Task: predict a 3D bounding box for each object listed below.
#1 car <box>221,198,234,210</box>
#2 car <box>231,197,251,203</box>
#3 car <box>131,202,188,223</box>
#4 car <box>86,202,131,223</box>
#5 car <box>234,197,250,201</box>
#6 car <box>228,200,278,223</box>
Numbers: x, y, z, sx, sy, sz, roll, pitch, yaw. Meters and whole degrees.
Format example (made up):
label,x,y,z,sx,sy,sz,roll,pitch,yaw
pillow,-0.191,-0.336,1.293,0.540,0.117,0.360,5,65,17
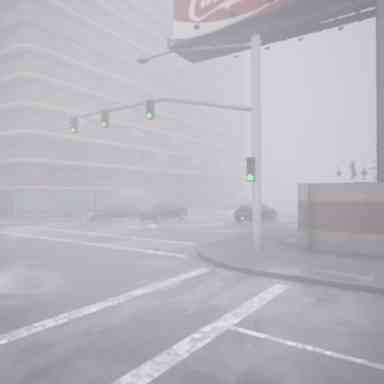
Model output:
label,x,y,z,sx,sy,sz,roll,pitch,yaw
car,5.657,1.647,44.837,1.837,1.490,4.892,0,0,35
car,11.107,1.730,75.542,4.181,1.385,1.994,0,0,22
car,-2.349,1.597,27.421,1.882,1.535,5.008,0,0,35
car,-6.469,1.634,27.649,2.128,1.511,4.902,0,0,35
car,7.350,1.683,41.168,1.994,1.385,4.181,0,0,35
car,4.971,1.606,25.480,1.837,1.490,4.892,0,-1,35
